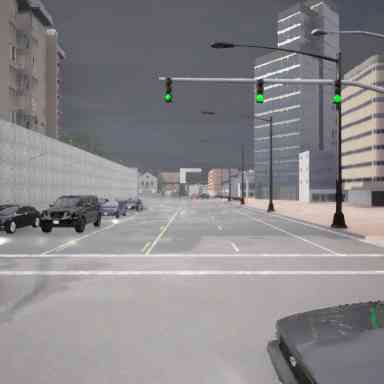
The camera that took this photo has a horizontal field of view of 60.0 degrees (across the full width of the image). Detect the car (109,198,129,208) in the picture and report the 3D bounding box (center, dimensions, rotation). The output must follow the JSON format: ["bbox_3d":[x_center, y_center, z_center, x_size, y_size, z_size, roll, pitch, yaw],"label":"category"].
[{"bbox_3d":[-10.570,1.601,48.442,1.895,1.301,4.718,0,0,0],"label":"car"}]

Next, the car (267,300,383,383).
[{"bbox_3d":[3.563,1.549,3.220,5.357,1.411,2.033,0,0,0],"label":"car"}]

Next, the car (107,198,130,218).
[{"bbox_3d":[-7.107,1.526,29.768,1.812,1.442,4.674,0,0,0],"label":"car"}]

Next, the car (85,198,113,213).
[{"bbox_3d":[-10.605,1.505,38.382,1.837,1.490,4.892,0,0,0],"label":"car"}]

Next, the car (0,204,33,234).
[{"bbox_3d":[-10.606,1.505,19.496,1.837,1.490,4.892,0,0,0],"label":"car"}]

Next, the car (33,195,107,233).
[{"bbox_3d":[-7.102,1.221,20.128,2.150,2.045,5.566,0,0,0],"label":"car"}]

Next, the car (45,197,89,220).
[{"bbox_3d":[-10.608,1.352,28.564,2.097,1.767,4.553,0,0,0],"label":"car"}]

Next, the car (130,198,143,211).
[{"bbox_3d":[-7.102,1.491,40.111,2.128,1.511,4.902,0,0,0],"label":"car"}]
